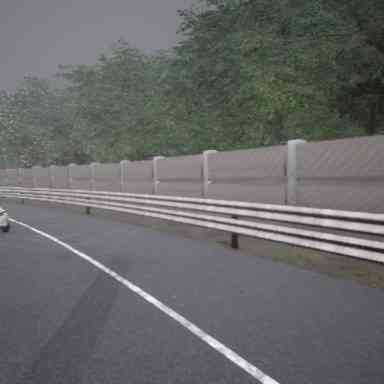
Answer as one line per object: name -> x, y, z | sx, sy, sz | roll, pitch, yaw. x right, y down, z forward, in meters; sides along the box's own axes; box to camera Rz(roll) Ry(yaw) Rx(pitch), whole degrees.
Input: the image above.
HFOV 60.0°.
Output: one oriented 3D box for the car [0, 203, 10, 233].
car -> -9.054, 0.949, 14.028 | 1.812, 1.442, 4.674 | -4, 4, -39
